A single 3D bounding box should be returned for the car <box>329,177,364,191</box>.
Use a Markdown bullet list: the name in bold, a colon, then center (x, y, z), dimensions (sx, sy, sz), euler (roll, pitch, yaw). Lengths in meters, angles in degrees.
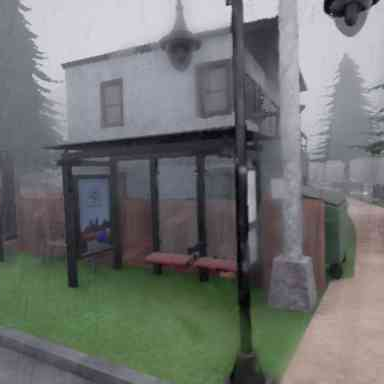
- **car**: center (17.010, -0.905, 36.811), dimensions (1.882, 1.535, 5.008), euler (-2, 3, -4)
